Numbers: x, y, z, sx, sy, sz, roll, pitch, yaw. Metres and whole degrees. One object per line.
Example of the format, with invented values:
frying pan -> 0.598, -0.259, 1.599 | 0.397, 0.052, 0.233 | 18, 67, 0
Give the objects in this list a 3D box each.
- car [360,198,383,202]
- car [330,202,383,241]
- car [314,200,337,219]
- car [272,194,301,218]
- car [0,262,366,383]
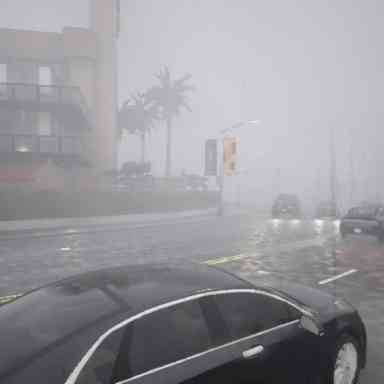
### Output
car -> 16.096, 1.494, 30.349 | 1.837, 1.490, 4.892 | 0, 1, 17
car -> 8.833, 1.486, 16.644 | 2.128, 1.511, 4.902 | 0, 0, 38
car -> 11.740, 1.493, 28.719 | 1.837, 1.490, 4.892 | 0, 0, 23
car -> 8.823, 1.210, 30.718 | 2.150, 2.045, 5.566 | 0, 0, 21
car -> -0.077, 1.505, 3.353 | 4.892, 1.490, 1.837 | -1, 1, -38
